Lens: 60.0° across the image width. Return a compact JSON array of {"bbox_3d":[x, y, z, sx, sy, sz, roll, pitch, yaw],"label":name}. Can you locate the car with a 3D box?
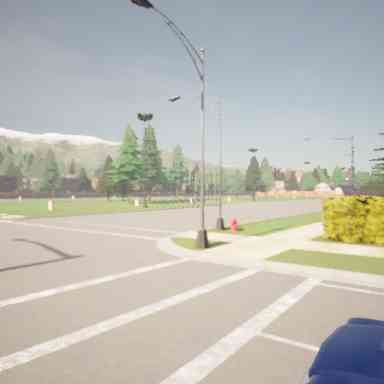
[{"bbox_3d":[3.038,1.604,1.834,4.718,1.301,1.895,0,0,36],"label":"car"}]
